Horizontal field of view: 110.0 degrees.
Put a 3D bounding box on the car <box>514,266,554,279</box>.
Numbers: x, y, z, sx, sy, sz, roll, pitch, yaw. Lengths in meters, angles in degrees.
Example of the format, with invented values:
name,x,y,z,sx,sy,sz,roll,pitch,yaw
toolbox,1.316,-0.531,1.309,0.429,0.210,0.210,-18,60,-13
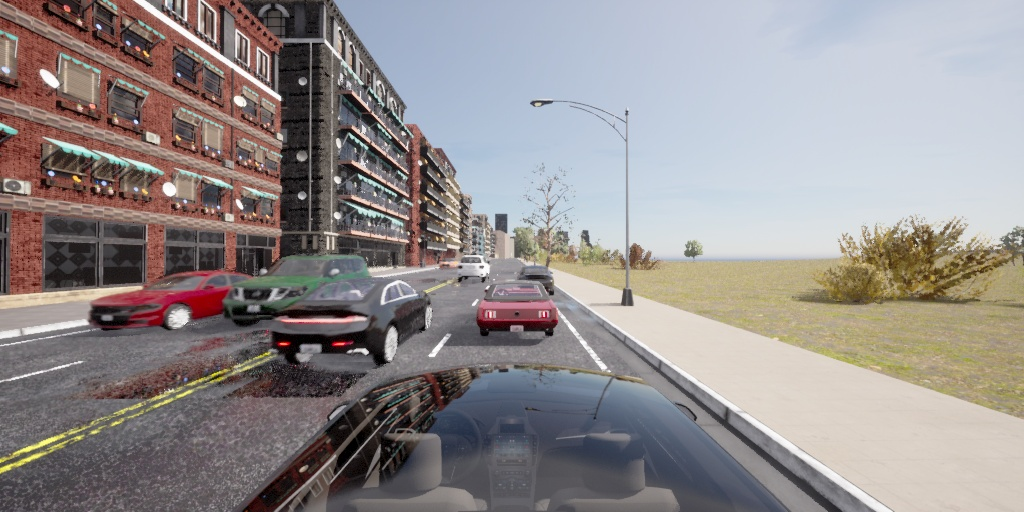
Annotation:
name,x,y,z,sx,sy,sz,roll,pitch,yaw
car,1.204,1.257,19.523,1.837,1.490,4.892,0,0,0

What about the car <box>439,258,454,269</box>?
name,x,y,z,sx,sy,sz,roll,pitch,yaw
car,-9.641,1.102,54.393,2.097,1.767,4.553,0,0,0

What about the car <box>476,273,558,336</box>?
name,x,y,z,sx,sy,sz,roll,pitch,yaw
car,0.131,1.352,10.323,1.895,1.301,4.718,0,0,0

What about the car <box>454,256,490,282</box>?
name,x,y,z,sx,sy,sz,roll,pitch,yaw
car,-3.046,0.976,29.269,2.150,2.045,5.566,0,0,0

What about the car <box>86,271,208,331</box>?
name,x,y,z,sx,sy,sz,roll,pitch,yaw
car,-9.815,1.229,11.199,1.882,1.535,5.008,0,0,0

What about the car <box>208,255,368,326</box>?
name,x,y,z,sx,sy,sz,roll,pitch,yaw
car,-6.564,0.973,11.878,2.150,2.045,5.566,0,0,0

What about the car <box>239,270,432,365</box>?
name,x,y,z,sx,sy,sz,roll,pitch,yaw
car,-3.128,1.240,8.021,2.128,1.511,4.902,0,0,0
